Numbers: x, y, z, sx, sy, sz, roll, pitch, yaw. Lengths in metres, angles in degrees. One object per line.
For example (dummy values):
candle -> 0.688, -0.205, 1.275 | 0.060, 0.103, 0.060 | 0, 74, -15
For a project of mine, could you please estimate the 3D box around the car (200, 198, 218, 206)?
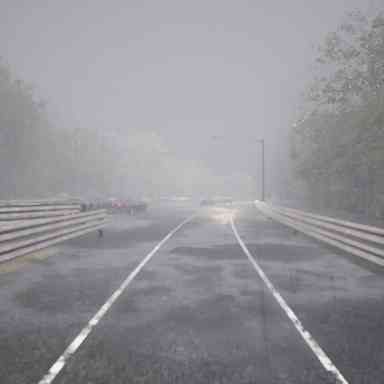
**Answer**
car -> 2.923, 1.815, 61.071 | 1.812, 1.442, 4.674 | 0, -1, 17

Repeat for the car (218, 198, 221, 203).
car -> 8.184, 2.220, 89.477 | 1.994, 1.385, 4.181 | 0, -1, 17

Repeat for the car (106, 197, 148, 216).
car -> -6.010, 1.284, 32.668 | 2.097, 1.767, 4.553 | 1, 0, 18

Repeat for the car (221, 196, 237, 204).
car -> 8.935, 2.084, 80.195 | 1.812, 1.442, 4.674 | 0, -1, 17

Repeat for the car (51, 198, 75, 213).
car -> -12.648, 1.376, 34.945 | 1.837, 1.490, 4.892 | 0, -1, 18

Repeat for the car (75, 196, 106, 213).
car -> -9.342, 1.231, 33.787 | 2.097, 1.767, 4.553 | 0, -1, 18

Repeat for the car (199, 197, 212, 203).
car -> 3.645, 2.142, 86.708 | 2.033, 1.411, 5.357 | 0, -1, 17
